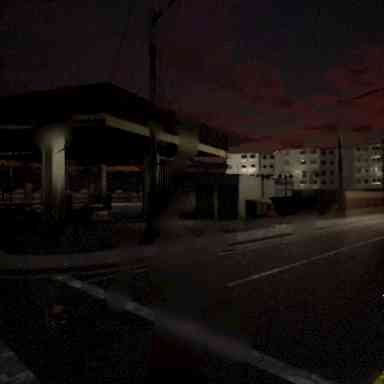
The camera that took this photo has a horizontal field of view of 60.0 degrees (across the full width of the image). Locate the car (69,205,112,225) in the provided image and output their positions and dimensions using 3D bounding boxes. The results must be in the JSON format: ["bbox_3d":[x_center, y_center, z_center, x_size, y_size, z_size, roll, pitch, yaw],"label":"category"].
[{"bbox_3d":[-7.915,1.733,25.721,1.970,1.475,3.806,0,-1,-44],"label":"car"}]

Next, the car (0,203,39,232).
[{"bbox_3d":[-11.506,1.552,21.173,2.242,1.667,4.611,0,-1,-44],"label":"car"}]
